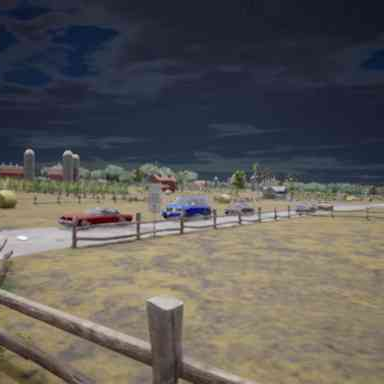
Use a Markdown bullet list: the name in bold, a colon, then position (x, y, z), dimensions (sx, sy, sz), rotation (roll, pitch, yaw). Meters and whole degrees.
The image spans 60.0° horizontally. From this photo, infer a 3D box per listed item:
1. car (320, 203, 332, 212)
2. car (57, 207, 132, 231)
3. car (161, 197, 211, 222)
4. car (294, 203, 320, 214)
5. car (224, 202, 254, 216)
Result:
- **car**: position (22.398, 2.574, 56.372), dimensions (1.895, 1.301, 4.718), rotation (3, 0, 36)
- **car**: position (-6.185, 1.678, 21.571), dimensions (1.895, 1.301, 4.718), rotation (3, 1, 36)
- **car**: position (-0.404, 1.463, 29.582), dimensions (2.150, 2.045, 5.566), rotation (3, 1, 34)
- **car**: position (16.251, 2.326, 47.819), dimensions (2.033, 1.411, 5.357), rotation (3, 0, 36)
- **car**: position (5.407, 1.917, 37.707), dimensions (1.837, 1.490, 4.892), rotation (3, 0, 36)
